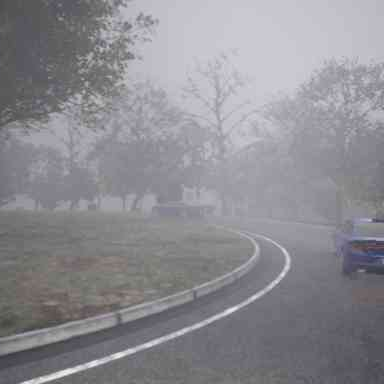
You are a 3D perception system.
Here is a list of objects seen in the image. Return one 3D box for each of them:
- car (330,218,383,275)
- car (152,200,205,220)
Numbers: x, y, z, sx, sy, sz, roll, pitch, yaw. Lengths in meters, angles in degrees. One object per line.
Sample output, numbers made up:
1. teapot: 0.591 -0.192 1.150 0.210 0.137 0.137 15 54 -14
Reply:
1. car: 5.587 1.564 10.500 1.882 1.535 5.008 1 0 18
2. car: -1.256 1.446 28.380 5.008 1.535 1.882 1 -1 37
